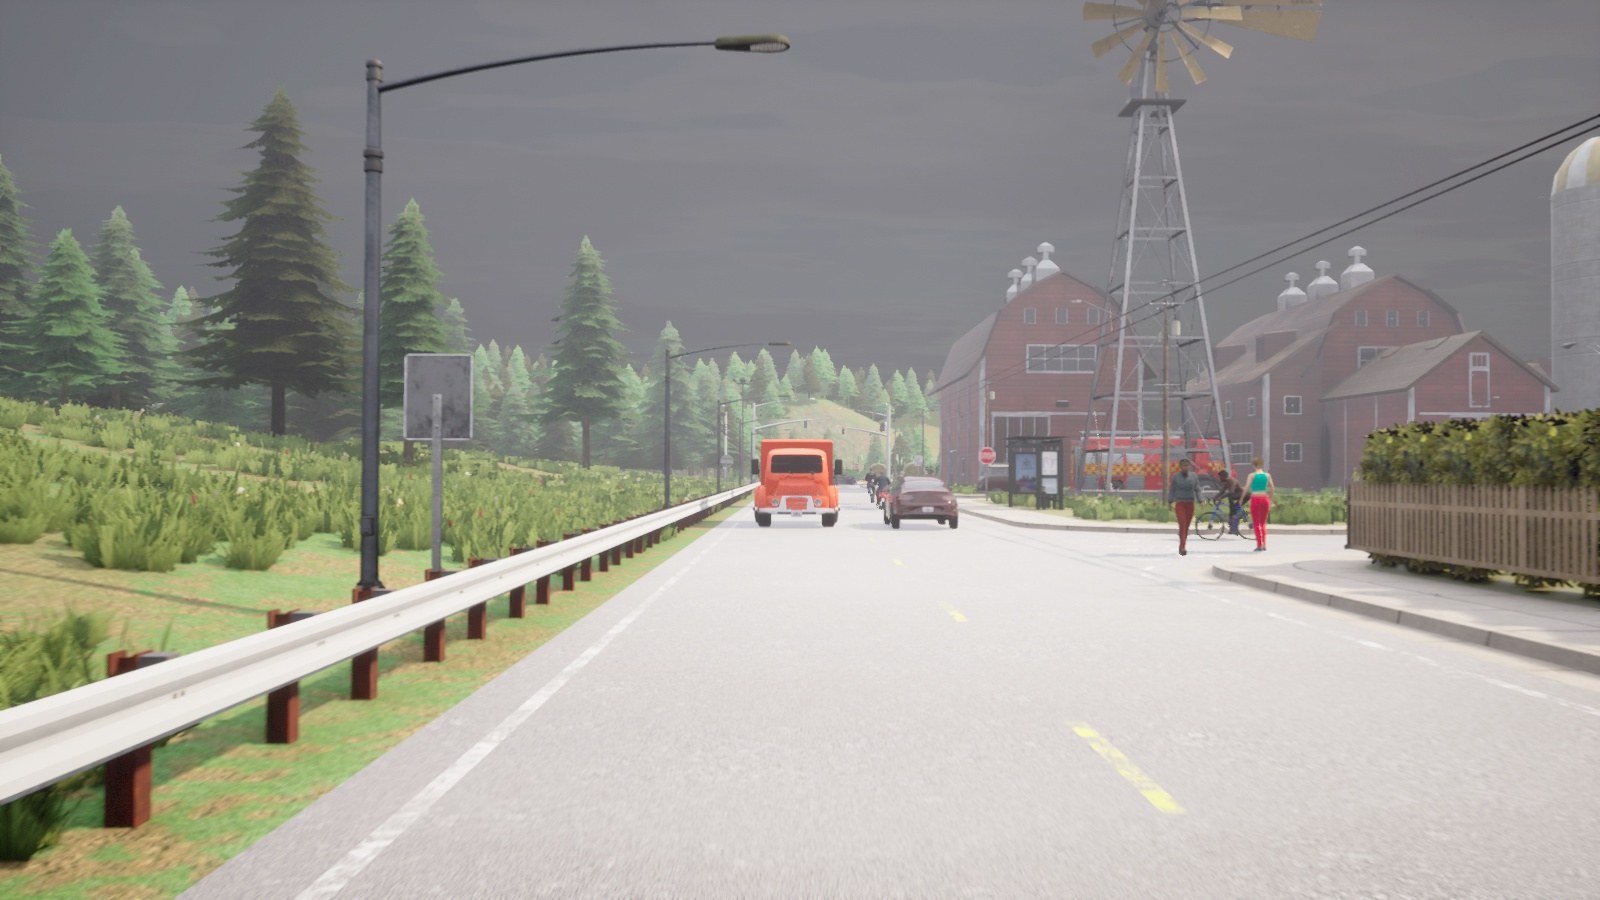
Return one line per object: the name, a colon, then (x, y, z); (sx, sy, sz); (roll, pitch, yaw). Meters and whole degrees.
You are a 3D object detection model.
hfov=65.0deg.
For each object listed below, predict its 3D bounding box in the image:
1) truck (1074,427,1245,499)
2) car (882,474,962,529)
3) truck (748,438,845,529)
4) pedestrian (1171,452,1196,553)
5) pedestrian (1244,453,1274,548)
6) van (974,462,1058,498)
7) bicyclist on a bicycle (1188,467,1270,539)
truck: (19.459, 0.717, 68.367); (8.468, 3.827, 2.891); (0, -1, 0)
car: (3.413, 1.428, 35.893); (1.812, 1.442, 4.674); (0, -1, 0)
truck: (-0.092, 0.944, 36.760); (2.627, 2.467, 5.204); (0, -1, 0)
pedestrian: (7.105, 0.961, 23.285); (0.353, 1.847, 0.614); (0, -1, 10)
pedestrian: (8.910, 0.973, 24.406); (0.345, 1.836, 0.594); (0, -1, 0)
van: (12.320, 1.718, 71.781); (4.442, 1.987, 1.775); (0, -1, 0)
bicyclist on a bicycle: (9.860, 1.212, 28.894); (1.656, 1.620, 0.582); (-1, -1, -2)
